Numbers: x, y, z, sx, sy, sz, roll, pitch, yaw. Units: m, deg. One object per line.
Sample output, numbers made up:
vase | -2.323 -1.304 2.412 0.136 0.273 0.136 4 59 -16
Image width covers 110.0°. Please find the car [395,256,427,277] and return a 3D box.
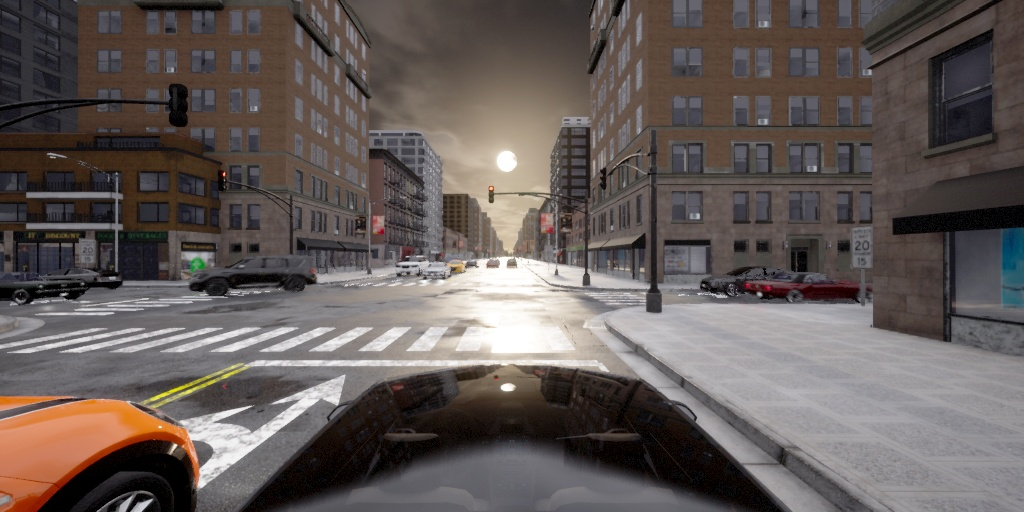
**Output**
car | -9.922 0.971 36.130 2.150 2.045 5.566 0 0 0

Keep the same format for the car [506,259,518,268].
car | -0.024 1.248 63.081 1.837 1.490 4.892 0 0 0

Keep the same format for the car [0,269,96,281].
car | -21.517 1.345 15.456 4.718 1.301 1.895 0 0 0

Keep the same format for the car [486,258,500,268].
car | -3.373 1.307 61.942 1.994 1.385 4.181 0 0 0

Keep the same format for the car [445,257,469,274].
car | -6.680 1.226 42.354 1.882 1.535 5.008 0 0 0

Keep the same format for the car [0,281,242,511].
car | -3.237 1.102 0.595 2.097 1.767 4.553 0 0 0

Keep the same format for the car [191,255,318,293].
car | -13.515 0.985 19.184 5.566 2.045 2.150 0 1 -41

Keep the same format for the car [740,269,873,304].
car | 13.025 1.380 15.676 4.718 1.301 1.895 0 0 0

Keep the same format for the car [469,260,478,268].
car | -6.687 1.308 59.322 1.994 1.385 4.181 0 0 0

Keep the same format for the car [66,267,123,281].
car | -25.412 1.331 20.948 4.313 1.339 1.948 0 0 0

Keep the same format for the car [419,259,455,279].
car | -6.662 1.276 32.272 1.812 1.442 4.674 0 0 0

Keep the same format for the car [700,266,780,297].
car | 12.423 1.295 18.634 4.892 1.490 1.837 0 0 1
